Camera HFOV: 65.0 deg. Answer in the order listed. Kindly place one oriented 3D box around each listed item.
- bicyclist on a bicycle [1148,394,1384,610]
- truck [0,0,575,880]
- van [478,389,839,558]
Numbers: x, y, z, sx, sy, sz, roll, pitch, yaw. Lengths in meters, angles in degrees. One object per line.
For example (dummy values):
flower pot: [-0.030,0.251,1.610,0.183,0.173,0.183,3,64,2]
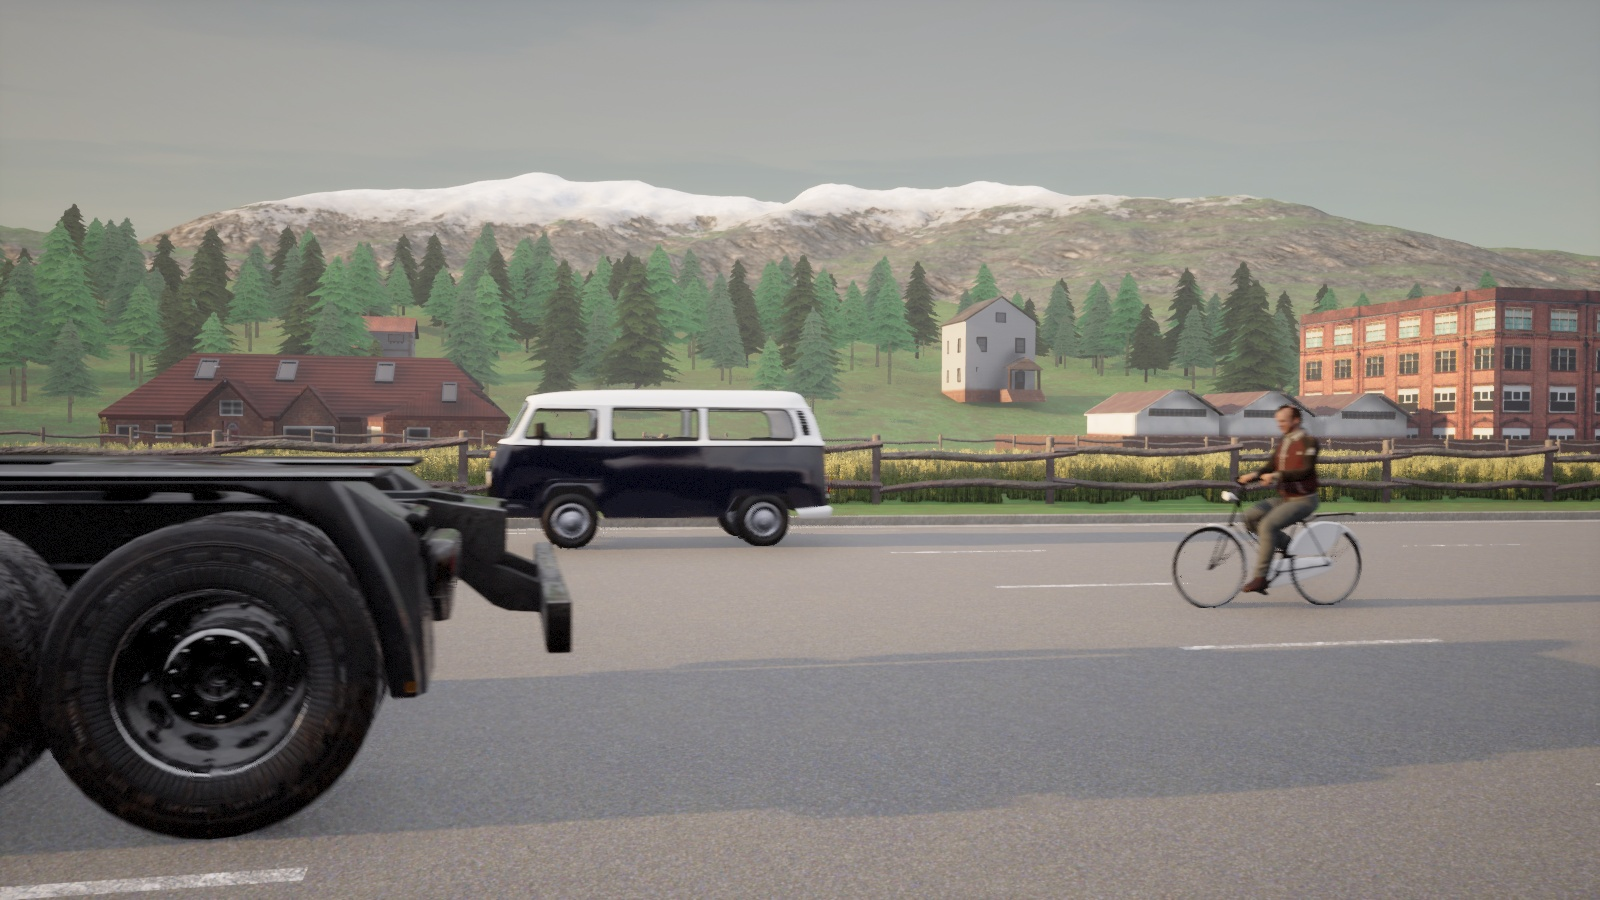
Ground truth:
bicyclist on a bicycle: [4.014,0.418,10.843,1.843,1.776,0.659,0,1,-13]
truck: [-5.041,-0.275,5.151,7.936,3.462,2.891,-1,1,-13]
van: [-1.919,0.245,16.655,4.480,2.038,2.069,-1,1,-13]
